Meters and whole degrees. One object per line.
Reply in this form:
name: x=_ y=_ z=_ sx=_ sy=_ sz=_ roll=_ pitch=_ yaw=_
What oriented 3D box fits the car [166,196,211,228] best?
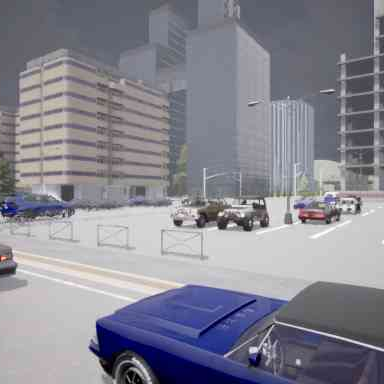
car: x=0.694 y=1.153 z=20.908 sx=1.932 sy=1.855 sz=4.605 roll=0 pitch=0 yaw=34

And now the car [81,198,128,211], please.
car: x=-10.934 y=1.547 z=41.525 sx=2.033 sy=1.411 sz=5.357 roll=0 pitch=0 yaw=34

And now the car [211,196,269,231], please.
car: x=3.062 y=1.156 z=19.242 sx=1.905 sy=1.878 sz=3.866 roll=0 pitch=0 yaw=34

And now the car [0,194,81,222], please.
car: x=-12.156 y=1.221 z=26.775 sx=2.150 sy=2.045 sz=5.566 roll=0 pitch=0 yaw=34

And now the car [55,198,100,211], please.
car: x=-14.502 y=1.547 z=42.500 sx=2.033 sy=1.411 sz=5.357 roll=0 pitch=0 yaw=34

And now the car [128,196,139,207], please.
car: x=-8.826 y=1.352 z=50.896 sx=2.097 sy=1.767 sz=4.553 roll=0 pitch=0 yaw=35

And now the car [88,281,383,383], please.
car: x=1.172 y=1.601 z=3.153 sx=4.718 sy=1.301 sz=1.895 roll=0 pitch=0 yaw=35

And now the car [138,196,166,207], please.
car: x=-5.142 y=1.547 z=50.141 sx=2.033 sy=1.411 sz=5.357 roll=0 pitch=0 yaw=34

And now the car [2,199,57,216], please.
car: x=-16.264 y=1.526 z=33.553 sx=1.812 sy=1.442 sz=4.674 roll=0 pitch=0 yaw=34

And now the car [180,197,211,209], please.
car: x=0.575 y=1.505 z=45.766 sx=1.837 sy=1.490 sz=4.892 roll=0 pitch=0 yaw=34

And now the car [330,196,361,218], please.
car: x=15.086 y=1.395 z=32.197 sx=1.970 sy=1.475 sz=3.806 roll=0 pitch=0 yaw=34

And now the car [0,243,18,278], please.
car: x=-6.673 y=1.547 z=8.669 sx=5.357 sy=1.411 sz=2.033 roll=0 pitch=0 yaw=35
